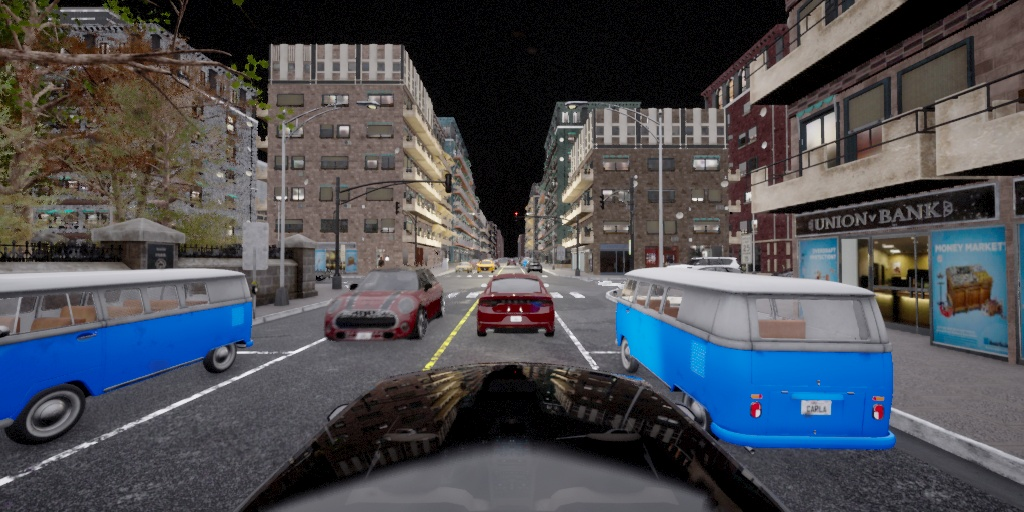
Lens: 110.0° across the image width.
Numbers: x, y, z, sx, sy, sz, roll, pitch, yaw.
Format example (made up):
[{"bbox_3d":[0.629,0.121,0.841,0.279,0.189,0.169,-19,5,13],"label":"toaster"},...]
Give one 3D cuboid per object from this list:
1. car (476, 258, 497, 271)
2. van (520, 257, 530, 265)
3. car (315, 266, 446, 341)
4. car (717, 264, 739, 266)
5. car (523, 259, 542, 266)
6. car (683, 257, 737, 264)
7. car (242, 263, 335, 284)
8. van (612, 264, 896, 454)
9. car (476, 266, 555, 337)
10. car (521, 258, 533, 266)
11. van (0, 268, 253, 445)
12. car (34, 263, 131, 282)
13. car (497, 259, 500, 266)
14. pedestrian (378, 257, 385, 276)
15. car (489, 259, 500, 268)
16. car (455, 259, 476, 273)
[{"bbox_3d":[-3.132,1.242,43.627,1.882,1.535,5.008,0,0,0],"label":"car"},{"bbox_3d":[2.650,1.112,59.866,1.690,1.789,3.998,0,0,0],"label":"van"},{"bbox_3d":[-3.189,1.104,9.878,2.097,1.767,4.553,0,0,-1],"label":"car"},{"bbox_3d":[13.519,1.333,22.735,4.313,1.339,1.948,0,0,1],"label":"car"},{"bbox_3d":[2.662,1.330,42.939,1.948,1.339,4.313,0,0,0],"label":"car"},{"bbox_3d":[15.082,1.101,28.507,5.566,2.045,2.150,0,-1,2],"label":"car"},{"bbox_3d":[-15.864,1.199,25.665,5.357,1.411,2.033,0,-1,1],"label":"car"},{"bbox_3d":[2.656,1.092,4.992,1.690,1.789,3.998,0,0,0],"label":"van"},{"bbox_3d":[0.092,1.230,10.352,1.882,1.535,5.008,0,0,0],"label":"car"},{"bbox_3d":[2.658,1.317,48.582,2.007,1.370,4.403,0,0,0],"label":"car"},{"bbox_3d":[-5.658,1.092,4.988,1.690,1.789,3.998,0,0,0],"label":"van"},{"bbox_3d":[-30.818,1.170,25.832,4.718,1.301,1.895,0,-1,1],"label":"car"},{"bbox_3d":[-3.134,1.316,53.588,2.033,1.411,5.357,0,0,0],"label":"car"},{"bbox_3d":[-12.563,0.967,34.370,0.375,1.860,0.375,0,-1,1],"label":"pedestrian"},{"bbox_3d":[-3.106,1.299,63.727,1.812,1.442,4.674,0,0,0],"label":"car"},{"bbox_3d":[-5.719,1.289,42.763,1.751,1.417,4.829,0,0,0],"label":"car"}]
